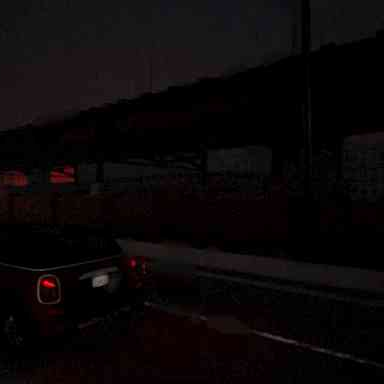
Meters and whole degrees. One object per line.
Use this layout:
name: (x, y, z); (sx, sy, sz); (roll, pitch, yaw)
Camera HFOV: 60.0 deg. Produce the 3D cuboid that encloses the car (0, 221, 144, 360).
car: (-3.097, 1.344, 6.200); (4.553, 1.767, 2.097); (0, 0, 35)
